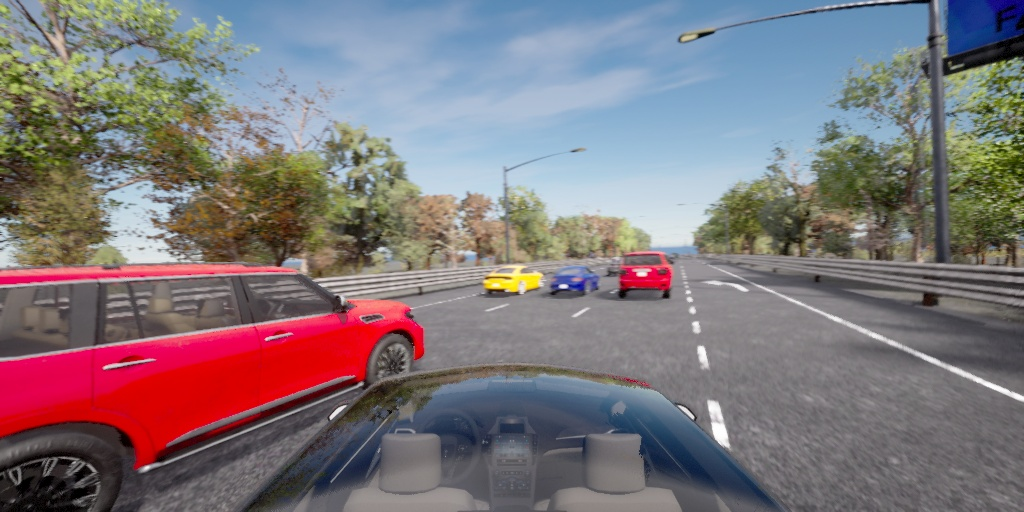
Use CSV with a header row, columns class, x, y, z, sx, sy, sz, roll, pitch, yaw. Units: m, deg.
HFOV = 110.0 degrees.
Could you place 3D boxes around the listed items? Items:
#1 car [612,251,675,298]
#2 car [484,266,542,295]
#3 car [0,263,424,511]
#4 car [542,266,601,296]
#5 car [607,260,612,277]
class,x,y,z,sx,sy,sz,roll,pitch,yaw
car,6.520,0.813,17.311,2.150,2.045,5.566,-2,0,25
car,0.219,1.291,20.335,1.882,1.535,5.008,-2,0,25
car,-3.447,1.095,4.146,2.150,2.045,5.566,-2,0,25
car,3.360,1.228,18.799,1.812,1.442,4.674,-2,0,25
car,9.958,1.039,33.009,2.128,1.511,4.902,-2,0,25
